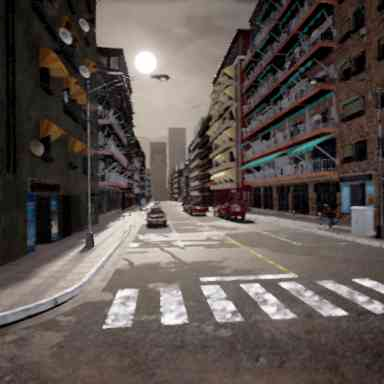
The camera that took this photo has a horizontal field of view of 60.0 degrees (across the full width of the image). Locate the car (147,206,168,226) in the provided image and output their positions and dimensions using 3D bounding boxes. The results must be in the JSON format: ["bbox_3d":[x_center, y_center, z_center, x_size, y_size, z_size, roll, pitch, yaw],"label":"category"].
[{"bbox_3d":[-3.016,2.184,28.843,1.802,1.307,4.206,-1,-1,-6],"label":"car"}]

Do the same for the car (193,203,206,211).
[{"bbox_3d":[1.327,2.738,63.075,1.887,1.381,4.507,-2,-1,-6],"label":"car"}]

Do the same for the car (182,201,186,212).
[{"bbox_3d":[-0.421,2.674,55.475,1.895,1.301,4.718,-1,-1,-6],"label":"car"}]

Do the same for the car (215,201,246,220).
[{"bbox_3d":[4.237,1.917,34.914,2.192,1.841,5.009,-2,-1,-6],"label":"car"}]

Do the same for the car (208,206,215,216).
[{"bbox_3d":[3.660,2.270,40.543,2.008,1.369,4.403,-2,-1,-6],"label":"car"}]

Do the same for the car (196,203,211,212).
[{"bbox_3d":[1.911,2.640,57.442,1.947,1.339,4.313,-2,-1,-6],"label":"car"}]

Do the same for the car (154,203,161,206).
[{"bbox_3d":[-4.180,2.402,40.083,1.947,1.339,4.313,-1,-1,-6],"label":"car"}]

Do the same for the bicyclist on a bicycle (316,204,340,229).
[{"bbox_3d":[8.657,1.569,21.181,1.656,1.620,0.582,-1,-1,-6],"label":"bicyclist on a bicycle"}]

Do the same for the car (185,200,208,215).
[{"bbox_3d":[0.641,2.219,45.729,2.097,1.767,4.553,-1,-1,-5],"label":"car"}]
